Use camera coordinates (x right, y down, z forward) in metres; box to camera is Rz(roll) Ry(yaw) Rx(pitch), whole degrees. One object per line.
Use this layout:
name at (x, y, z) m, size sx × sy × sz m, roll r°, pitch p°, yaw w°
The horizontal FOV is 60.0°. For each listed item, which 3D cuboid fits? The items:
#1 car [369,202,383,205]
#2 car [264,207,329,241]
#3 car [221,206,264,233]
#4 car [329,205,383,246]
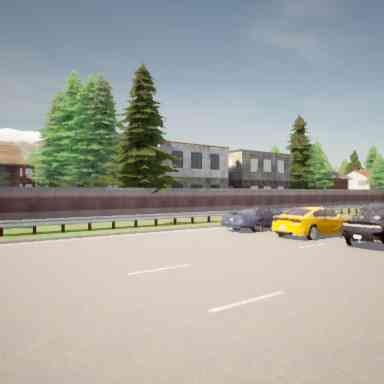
car at (16.416, 1.564, 28.476) m, size 5.357 × 1.411 × 2.033 m, roll 0°, pitch 0°, yaw -35°
car at (6.236, 1.486, 16.916) m, size 5.008 × 1.535 × 1.882 m, roll 0°, pitch 0°, yaw -35°
car at (4.204, 1.564, 19.765) m, size 5.357 × 1.411 × 2.033 m, roll 0°, pitch 0°, yaw -35°
car at (8.269, 1.496, 14.066) m, size 4.902 × 1.511 × 2.128 m, roll 0°, pitch 0°, yaw -35°
